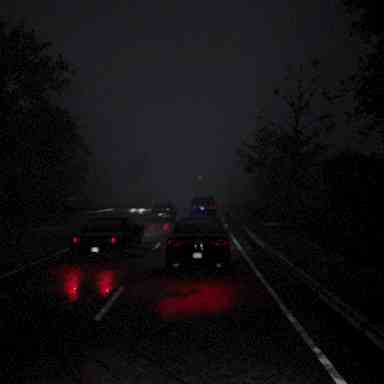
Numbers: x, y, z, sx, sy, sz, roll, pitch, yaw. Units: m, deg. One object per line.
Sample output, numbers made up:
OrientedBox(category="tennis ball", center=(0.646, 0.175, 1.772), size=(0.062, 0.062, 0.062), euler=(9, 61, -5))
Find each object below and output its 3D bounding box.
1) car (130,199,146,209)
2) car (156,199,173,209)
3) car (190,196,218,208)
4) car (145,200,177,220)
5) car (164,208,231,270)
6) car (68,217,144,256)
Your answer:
OrientedBox(category="car", center=(-8.011, 1.821, 50.957), size=(1.994, 1.385, 4.181), euler=(0, 0, 5))
OrientedBox(category="car", center=(-4.330, 1.869, 52.791), size=(1.895, 1.301, 4.718), euler=(0, 0, 5))
OrientedBox(category="car", center=(0.999, 1.371, 28.634), size=(2.150, 2.045, 5.566), euler=(0, 0, 4))
OrientedBox(category="car", center=(-2.427, 1.644, 29.829), size=(2.128, 1.511, 4.902), euler=(0, 0, 4))
OrientedBox(category="car", center=(0.228, 1.536, 11.283), size=(1.882, 1.535, 5.008), euler=(0, 0, 2))
OrientedBox(category="car", center=(-3.194, 1.669, 13.462), size=(1.895, 1.301, 4.718), euler=(0, 0, 2))
